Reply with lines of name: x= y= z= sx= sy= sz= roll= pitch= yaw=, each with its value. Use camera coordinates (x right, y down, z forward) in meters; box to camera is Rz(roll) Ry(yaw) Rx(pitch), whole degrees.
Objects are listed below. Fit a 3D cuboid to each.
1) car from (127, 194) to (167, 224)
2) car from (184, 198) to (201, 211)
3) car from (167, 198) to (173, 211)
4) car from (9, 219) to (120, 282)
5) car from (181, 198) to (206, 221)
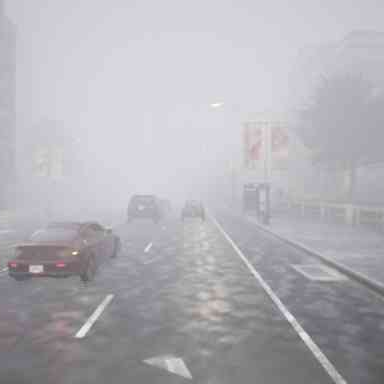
car: x=-3.399 y=1.193 z=24.875 sx=2.150 sy=2.045 sz=5.566 roll=0 pitch=0 yaw=0
car: x=0.095 y=1.498 z=41.826 sx=2.033 sy=1.411 sz=5.357 roll=0 pitch=0 yaw=0
car: x=-3.405 y=1.457 z=40.351 sx=1.837 sy=1.490 sz=4.892 roll=0 pitch=0 yaw=0
car: x=-3.391 y=1.514 z=9.579 sx=1.812 sy=1.442 sz=4.674 roll=0 pitch=0 yaw=0
car: x=0.097 y=1.461 z=27.115 sx=2.128 sy=1.511 sz=4.902 roll=0 pitch=0 yaw=0
